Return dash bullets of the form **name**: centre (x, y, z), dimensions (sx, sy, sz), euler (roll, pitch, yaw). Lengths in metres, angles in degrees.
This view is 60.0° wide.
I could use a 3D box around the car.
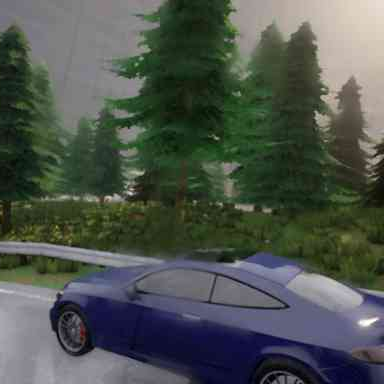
- **car**: centre (0.186, 1.492, 4.429), dimensions (4.674, 1.442, 1.812), euler (1, 1, 30)
